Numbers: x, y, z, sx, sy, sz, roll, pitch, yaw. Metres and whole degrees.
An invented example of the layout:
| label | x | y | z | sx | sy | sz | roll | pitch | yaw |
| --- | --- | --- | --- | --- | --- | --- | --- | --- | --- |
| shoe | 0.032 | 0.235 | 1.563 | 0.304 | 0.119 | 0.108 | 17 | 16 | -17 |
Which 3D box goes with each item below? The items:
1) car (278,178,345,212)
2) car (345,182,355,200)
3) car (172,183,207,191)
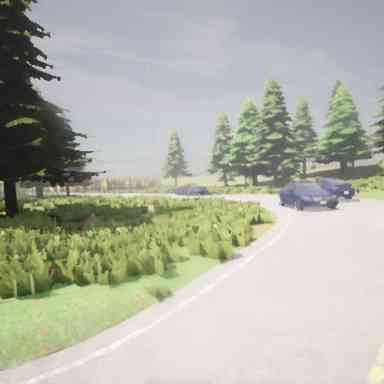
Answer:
| label | x | y | z | sx | sy | sz | roll | pitch | yaw |
| --- | --- | --- | --- | --- | --- | --- | --- | --- | --- |
| car | 6.000 | 0.153 | 17.807 | 1.812 | 1.442 | 4.674 | -3 | 2 | -3 |
| car | 8.832 | -0.187 | 22.285 | 1.812 | 1.442 | 4.674 | -3 | 2 | -11 |
| car | -0.328 | -0.266 | 38.172 | 2.033 | 1.411 | 5.357 | -5 | 3 | -35 |
